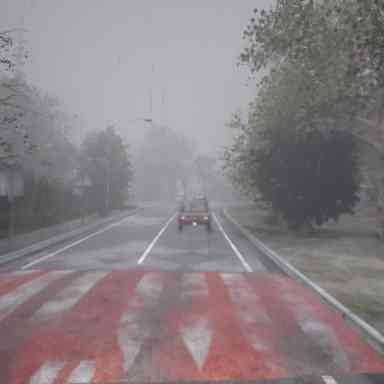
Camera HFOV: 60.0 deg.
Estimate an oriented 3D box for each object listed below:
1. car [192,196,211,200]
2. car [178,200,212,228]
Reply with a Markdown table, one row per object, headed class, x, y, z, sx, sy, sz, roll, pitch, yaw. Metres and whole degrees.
| class | x | y | z | sx | sy | sz | roll | pitch | yaw |
| --- | --- | --- | --- | --- | --- | --- | --- | --- | --- |
| car | 0.933 | 1.128 | 36.095 | 2.128 | 1.511 | 4.902 | 0 | 0 | 6 |
| car | 0.171 | 1.411 | 20.373 | 1.895 | 1.301 | 4.718 | 0 | 1 | 1 |
